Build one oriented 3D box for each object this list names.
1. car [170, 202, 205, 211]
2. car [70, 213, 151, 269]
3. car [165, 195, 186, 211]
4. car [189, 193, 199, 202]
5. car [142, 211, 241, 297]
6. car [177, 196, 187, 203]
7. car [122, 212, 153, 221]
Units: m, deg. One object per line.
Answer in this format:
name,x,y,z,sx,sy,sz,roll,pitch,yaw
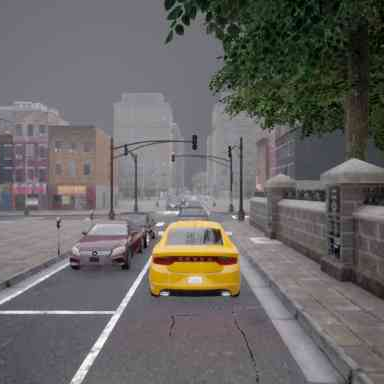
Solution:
car,0.030,1.547,19.128,2.033,1.411,5.357,0,0,0
car,-2.623,1.582,11.045,1.802,1.307,4.206,0,0,0
car,-2.232,1.483,41.705,2.128,1.511,4.902,0,0,0
car,0.379,1.513,66.917,1.812,1.442,4.674,0,0,0
car,0.078,1.478,8.639,1.882,1.535,5.008,0,0,0
car,-2.120,1.580,71.555,1.895,1.301,4.718,0,0,0
car,-2.618,1.566,14.708,1.947,1.339,4.313,0,0,0
